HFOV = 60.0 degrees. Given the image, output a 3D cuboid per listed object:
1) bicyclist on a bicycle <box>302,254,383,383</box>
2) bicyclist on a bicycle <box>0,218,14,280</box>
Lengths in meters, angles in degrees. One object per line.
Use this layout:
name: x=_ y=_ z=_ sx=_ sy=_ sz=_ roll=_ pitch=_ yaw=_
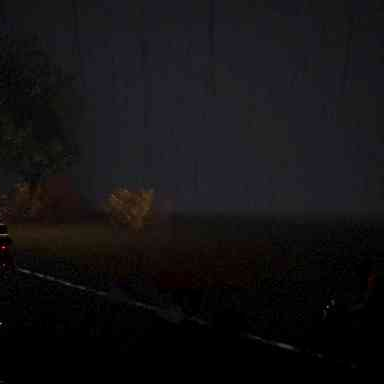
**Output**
bicyclist on a bicycle: x=2.005 y=1.516 z=3.604 sx=1.656 sy=1.620 sz=0.582 roll=0 pitch=-1 yaw=37
bicyclist on a bicycle: x=-5.279 y=1.526 z=9.123 sx=1.656 sy=1.620 sz=0.582 roll=0 pitch=-1 yaw=37
